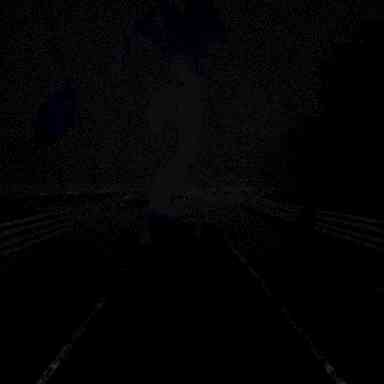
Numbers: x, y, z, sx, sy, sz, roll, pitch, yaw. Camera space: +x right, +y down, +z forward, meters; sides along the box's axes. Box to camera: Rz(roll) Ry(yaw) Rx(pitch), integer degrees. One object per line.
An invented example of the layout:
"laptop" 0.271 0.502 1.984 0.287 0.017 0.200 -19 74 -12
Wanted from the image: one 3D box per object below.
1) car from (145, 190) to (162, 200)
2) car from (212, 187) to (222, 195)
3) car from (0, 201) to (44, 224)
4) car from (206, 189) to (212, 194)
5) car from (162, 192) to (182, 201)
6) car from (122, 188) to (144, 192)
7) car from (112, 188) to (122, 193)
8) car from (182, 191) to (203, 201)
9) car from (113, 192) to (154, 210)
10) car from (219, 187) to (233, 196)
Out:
"car" -6.273 0.758 58.085 1.895 1.301 4.718 0 1 18
"car" 7.926 -0.326 91.258 2.150 2.045 5.566 0 1 18
"car" -11.173 1.456 19.511 2.033 1.411 5.357 0 1 18
"car" 5.189 -0.060 94.204 2.128 1.511 4.902 0 1 18
"car" -2.945 0.718 56.998 1.994 1.385 4.181 0 1 18
"car" -15.429 -0.086 87.092 2.150 2.045 5.566 0 1 18
"car" -18.857 -0.076 87.861 2.150 2.045 5.566 0 1 18
"car" 0.392 0.627 55.951 1.882 1.535 5.008 0 1 18
"car" -6.181 1.055 35.234 1.882 1.535 5.008 0 1 18
"car" 8.829 0.155 82.532 1.994 1.385 4.181 0 1 18
